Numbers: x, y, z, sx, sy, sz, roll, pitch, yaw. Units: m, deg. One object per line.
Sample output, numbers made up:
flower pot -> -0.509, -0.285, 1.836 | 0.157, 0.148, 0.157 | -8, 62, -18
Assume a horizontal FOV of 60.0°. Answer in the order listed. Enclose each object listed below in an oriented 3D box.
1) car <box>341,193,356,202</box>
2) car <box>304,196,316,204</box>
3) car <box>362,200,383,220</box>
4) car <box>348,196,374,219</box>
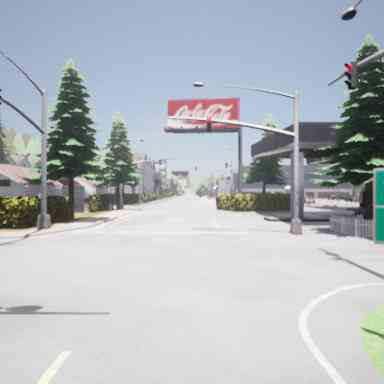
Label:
car -> 34.737, 1.415, 71.957 | 2.007, 1.523, 4.514 | 0, 0, 0
car -> 22.352, 1.486, 64.137 | 1.970, 1.475, 3.806 | 0, 0, 0
car -> 18.623, 1.640, 30.731 | 4.611, 1.667, 2.242 | 0, 0, 0
car -> 14.310, 1.479, 25.051 | 3.866, 1.878, 1.905 | 0, 0, 0
